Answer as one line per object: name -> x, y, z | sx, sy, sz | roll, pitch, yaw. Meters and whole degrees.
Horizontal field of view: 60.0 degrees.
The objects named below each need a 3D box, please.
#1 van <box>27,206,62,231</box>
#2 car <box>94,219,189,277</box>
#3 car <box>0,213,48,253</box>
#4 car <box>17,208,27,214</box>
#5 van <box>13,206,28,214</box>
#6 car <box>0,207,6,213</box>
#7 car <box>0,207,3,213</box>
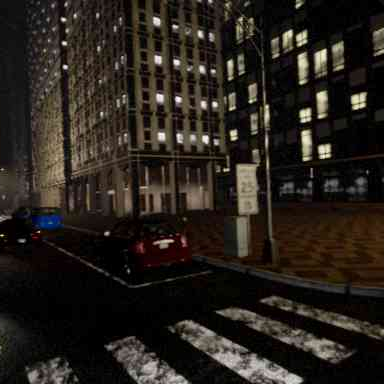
van -> -11.058, 2.021, 25.203 | 1.690, 1.788, 3.998 | -2, -1, -33
car -> -1.842, 1.598, 10.988 | 1.967, 1.590, 4.097 | -2, -1, -33
car -> -8.669, 2.031, 16.517 | 1.812, 1.442, 4.674 | -2, -1, -33
car -> -14.119, 2.406, 29.940 | 2.008, 1.369, 4.403 | -2, -1, -33
van -> -17.198, 2.371, 34.680 | 1.690, 1.788, 3.998 | -2, -1, -33
car -> -41.750, 4.030, 72.581 | 1.802, 1.307, 4.206 | -2, -1, -33
car -> -47.890, 4.374, 82.057 | 1.947, 1.339, 4.313 | -2, -1, -33
